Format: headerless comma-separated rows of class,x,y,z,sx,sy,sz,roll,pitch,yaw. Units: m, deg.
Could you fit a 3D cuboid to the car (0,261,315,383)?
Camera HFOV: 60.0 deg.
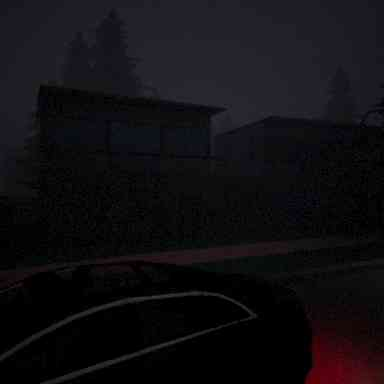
car,-1.035,1.479,2.877,4.902,1.511,2.128,0,0,-33
